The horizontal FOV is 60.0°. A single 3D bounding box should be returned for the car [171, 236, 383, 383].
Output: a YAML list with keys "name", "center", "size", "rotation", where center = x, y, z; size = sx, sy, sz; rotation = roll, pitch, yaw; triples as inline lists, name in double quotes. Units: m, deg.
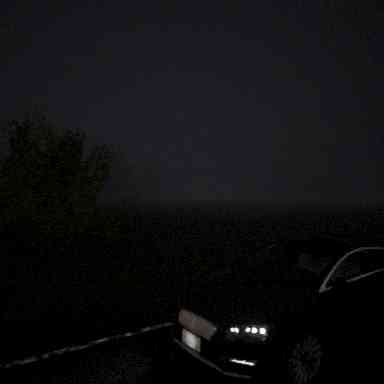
- name: "car"
  center: [1.986, 1.532, 5.409]
  size: [4.902, 1.511, 2.128]
  rotation: [1, 0, -35]
